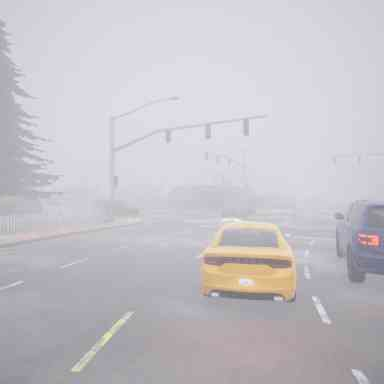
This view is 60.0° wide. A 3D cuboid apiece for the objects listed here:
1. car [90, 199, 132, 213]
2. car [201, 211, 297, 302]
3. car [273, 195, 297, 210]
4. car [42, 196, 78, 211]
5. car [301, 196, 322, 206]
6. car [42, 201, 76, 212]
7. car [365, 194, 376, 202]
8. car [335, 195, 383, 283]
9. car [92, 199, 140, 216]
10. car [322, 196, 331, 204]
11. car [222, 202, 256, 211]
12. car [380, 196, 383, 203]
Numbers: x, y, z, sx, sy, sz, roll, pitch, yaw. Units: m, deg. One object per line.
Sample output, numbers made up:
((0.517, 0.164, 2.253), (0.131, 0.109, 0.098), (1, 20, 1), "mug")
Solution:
((-9.322, 1.559, 38.132), (4.892, 1.490, 1.837), (0, 0, 32), "car")
((1.490, 1.477, 8.426), (1.882, 1.535, 5.008), (0, 0, 12), "car")
((12.219, 1.524, 43.498), (1.812, 1.442, 4.674), (0, 0, 34), "car")
((-17.048, 1.406, 42.941), (4.553, 1.767, 2.097), (0, 0, 32), "car")
((19.839, 1.545, 55.765), (2.033, 1.411, 5.357), (0, 0, 32), "car")
((-15.106, 1.580, 37.607), (4.674, 1.442, 1.812), (0, 0, 32), "car")
((42.809, 1.353, 79.739), (2.097, 1.767, 4.553), (0, 0, 31), "car")
((5.453, 1.221, 9.459), (2.150, 2.045, 5.566), (0, 0, 19), "car")
((-7.255, 1.559, 32.715), (4.892, 1.490, 1.837), (0, 0, 34), "car")
((26.133, 1.522, 65.895), (1.812, 1.442, 4.674), (0, 0, 31), "car")
((4.310, 1.605, 30.415), (1.994, 1.385, 4.181), (0, 0, 31), "car")
((40.485, 1.538, 69.234), (2.033, 1.411, 5.357), (0, 0, 31), "car")
